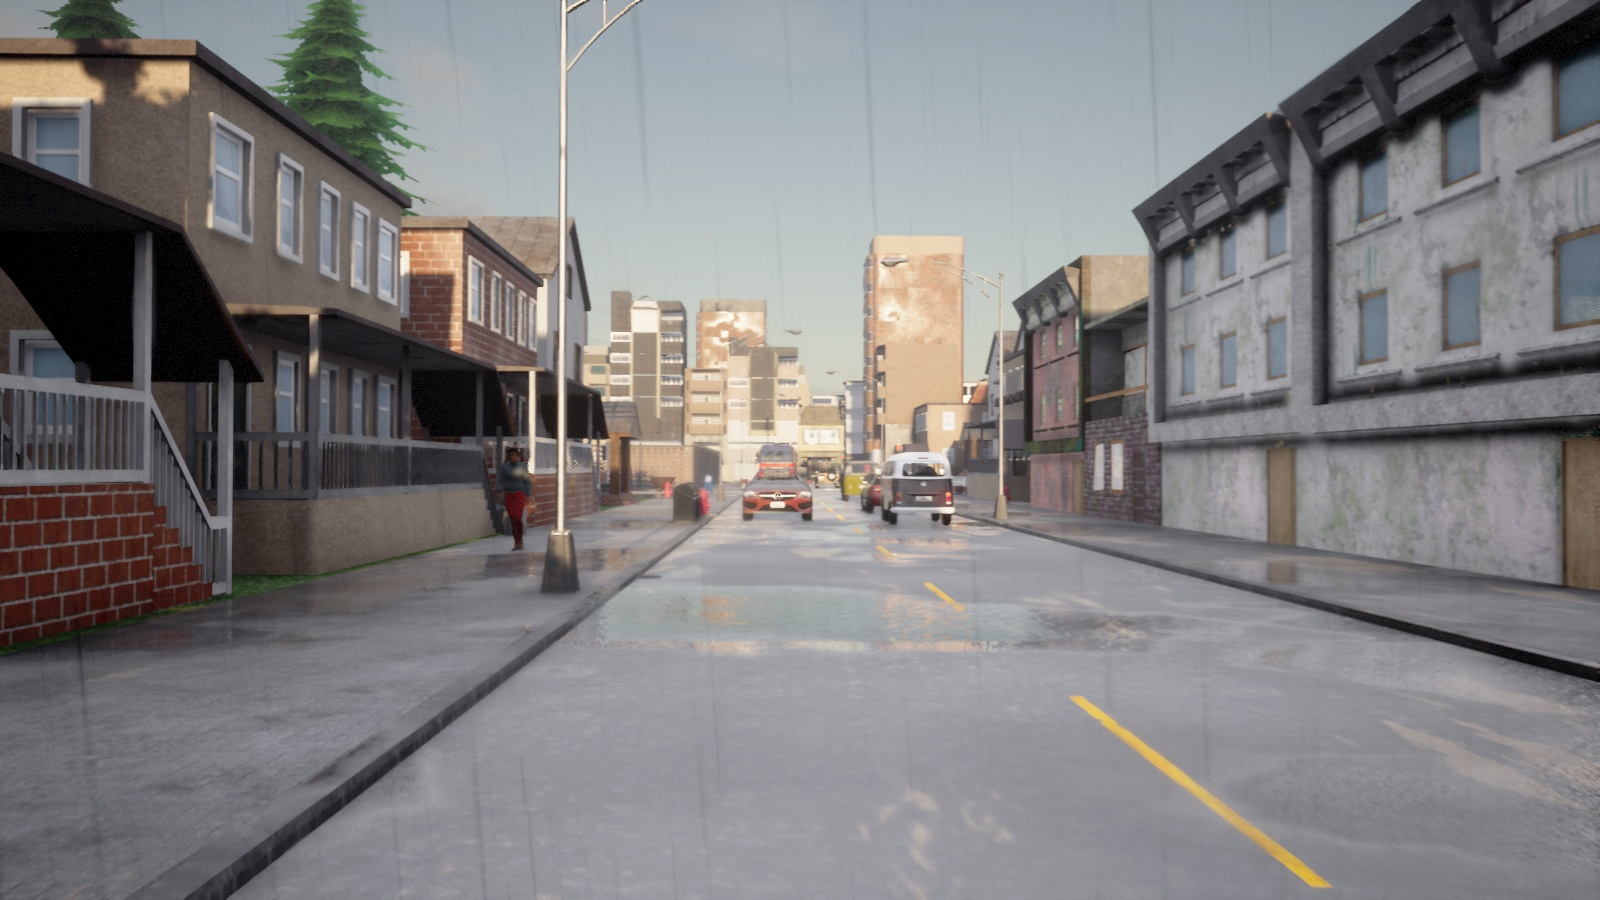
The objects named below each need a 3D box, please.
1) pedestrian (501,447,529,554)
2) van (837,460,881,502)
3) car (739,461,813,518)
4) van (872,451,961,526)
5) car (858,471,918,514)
[{"bbox_3d":[-4.993,0.882,22.017,0.353,1.847,0.614,0,-1,-2],"label":"pedestrian"},{"bbox_3d":[2.849,1.485,61.365,1.775,1.987,4.442,0,-1,-2],"label":"van"},{"bbox_3d":[-0.738,1.190,39.107,2.152,1.651,5.027,0,-1,-1],"label":"car"},{"bbox_3d":[3.310,1.075,36.519,2.069,2.038,4.480,0,-1,-1],"label":"van"},{"bbox_3d":[3.141,1.504,45.546,1.816,1.474,4.193,0,-1,-1],"label":"car"}]
